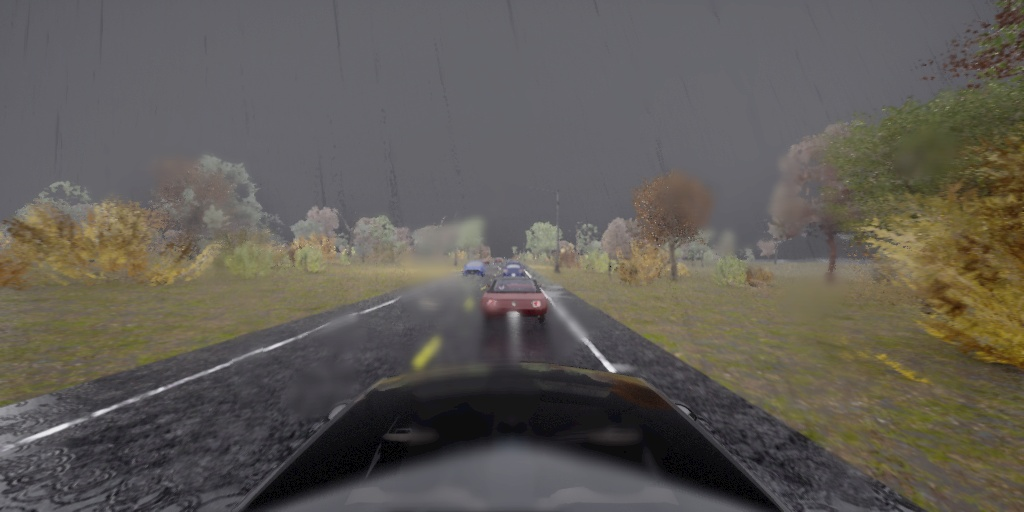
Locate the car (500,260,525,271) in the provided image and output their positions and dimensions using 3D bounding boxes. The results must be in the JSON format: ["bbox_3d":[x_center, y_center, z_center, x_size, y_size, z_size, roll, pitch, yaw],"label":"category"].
[{"bbox_3d":[0.110,1.273,29.827,1.812,1.442,4.674,0,0,0],"label":"car"}]

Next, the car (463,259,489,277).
[{"bbox_3d":[-3.579,1.226,35.091,1.882,1.535,5.008,0,0,0],"label":"car"}]

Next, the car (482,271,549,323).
[{"bbox_3d":[0.098,1.348,12.103,1.895,1.301,4.718,0,0,0],"label":"car"}]
